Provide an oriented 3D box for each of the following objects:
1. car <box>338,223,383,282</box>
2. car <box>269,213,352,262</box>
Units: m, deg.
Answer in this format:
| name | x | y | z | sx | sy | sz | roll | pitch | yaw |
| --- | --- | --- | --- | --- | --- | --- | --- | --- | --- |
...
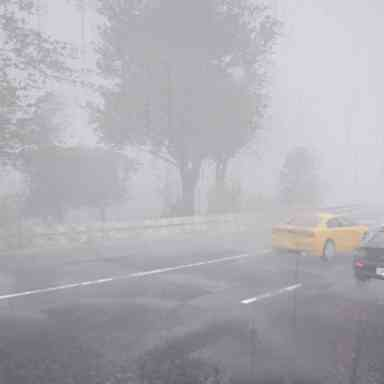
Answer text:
| name | x | y | z | sx | sy | sz | roll | pitch | yaw |
| --- | --- | --- | --- | --- | --- | --- | --- | --- | --- |
| car | 5.865 | 1.554 | 8.689 | 4.674 | 1.442 | 1.812 | 0 | 0 | -41 |
| car | 4.949 | 1.531 | 12.542 | 5.008 | 1.535 | 1.882 | 0 | 0 | -42 |
